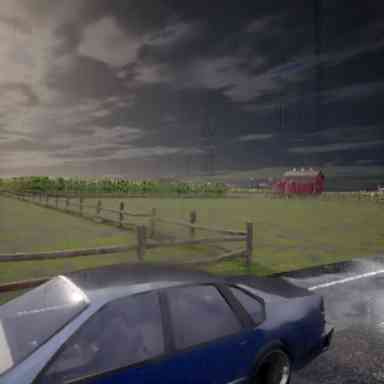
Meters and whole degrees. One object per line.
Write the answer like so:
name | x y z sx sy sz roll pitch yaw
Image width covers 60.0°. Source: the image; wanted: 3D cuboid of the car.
car | -0.740 1.545 3.478 5.357 1.411 2.033 1 0 -35
